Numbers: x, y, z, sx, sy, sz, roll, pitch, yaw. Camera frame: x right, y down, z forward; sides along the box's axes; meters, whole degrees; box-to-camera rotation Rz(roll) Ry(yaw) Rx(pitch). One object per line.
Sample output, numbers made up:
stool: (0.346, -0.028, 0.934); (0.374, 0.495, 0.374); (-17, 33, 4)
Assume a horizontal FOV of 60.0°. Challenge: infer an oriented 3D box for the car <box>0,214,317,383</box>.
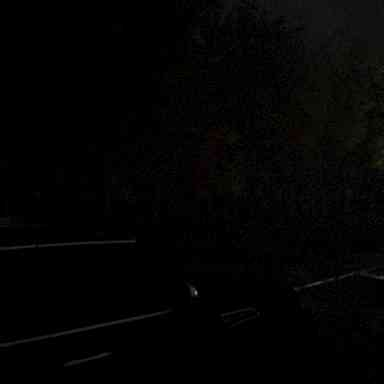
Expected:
car: (-1.320, 1.222, 2.805); (5.566, 2.045, 2.150); (0, 0, -36)
